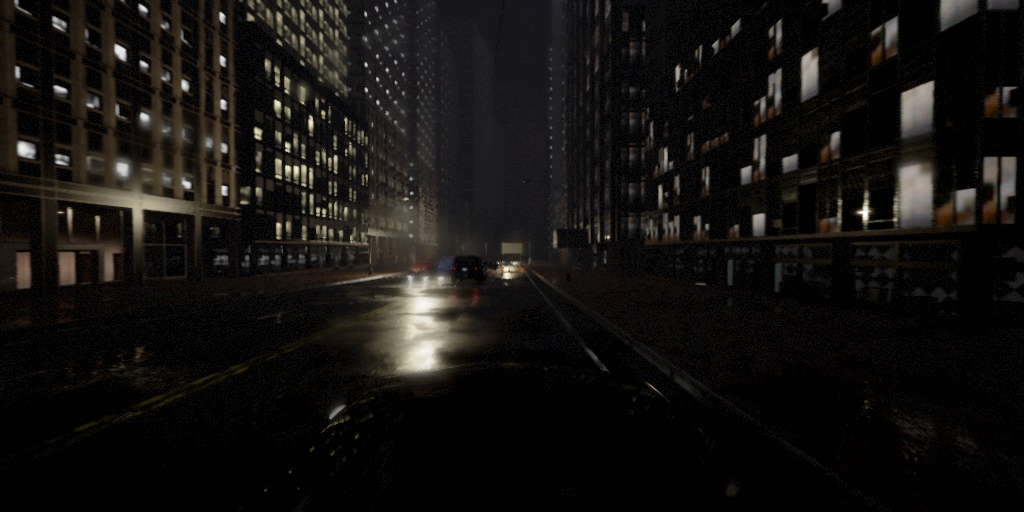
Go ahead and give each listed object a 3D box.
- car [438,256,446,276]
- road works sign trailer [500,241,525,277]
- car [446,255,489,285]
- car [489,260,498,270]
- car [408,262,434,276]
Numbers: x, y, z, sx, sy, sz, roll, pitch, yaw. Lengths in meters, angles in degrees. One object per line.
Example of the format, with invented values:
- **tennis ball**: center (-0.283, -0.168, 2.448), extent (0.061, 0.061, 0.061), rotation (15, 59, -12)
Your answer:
- **car**: center (-6.575, 1.025, 39.258), extent (2.150, 2.045, 5.566), rotation (0, 0, 0)
- **road works sign trailer**: center (0.018, 0.264, 36.368), extent (2.380, 3.560, 2.880), rotation (0, 0, 1)
- **car**: center (-3.141, 1.005, 26.654), extent (2.150, 2.045, 5.566), rotation (0, 0, 0)
- **car**: center (-3.132, 1.314, 52.895), extent (2.128, 1.511, 4.902), rotation (0, 0, 0)
- **car**: center (-9.826, 1.329, 39.170), extent (1.812, 1.442, 4.674), rotation (0, 0, 0)
